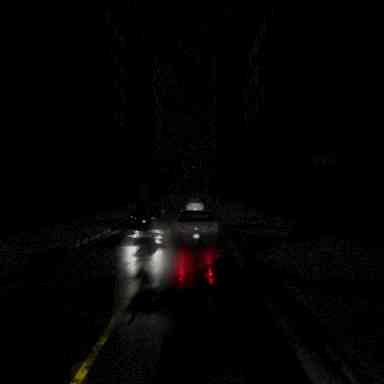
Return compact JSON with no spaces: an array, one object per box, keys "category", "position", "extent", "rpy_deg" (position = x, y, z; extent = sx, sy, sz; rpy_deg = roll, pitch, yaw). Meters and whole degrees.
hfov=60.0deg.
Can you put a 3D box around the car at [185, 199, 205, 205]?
[{"category":"car","position":[0.302,1.378,33.095],"extent":[1.812,1.442,4.674],"rpy_deg":[0,0,0]}]

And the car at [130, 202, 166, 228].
[{"category":"car","position":[-2.719,1.412,21.312],"extent":[1.837,1.490,4.892],"rpy_deg":[0,0,0]}]

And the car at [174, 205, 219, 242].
[{"category":"car","position":[0.196,1.531,16.025],"extent":[1.895,1.301,4.718],"rpy_deg":[0,0,0]}]
